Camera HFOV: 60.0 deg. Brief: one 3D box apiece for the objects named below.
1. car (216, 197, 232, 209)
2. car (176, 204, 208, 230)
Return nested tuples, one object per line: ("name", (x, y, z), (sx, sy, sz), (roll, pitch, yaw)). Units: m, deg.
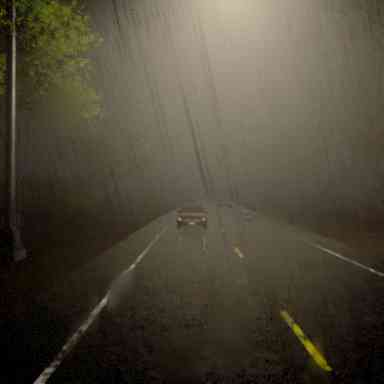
("car", (4.722, 1.671, 48.008), (1.895, 1.301, 4.718), (0, 0, 3))
("car", (0.036, 1.527, 21.210), (1.812, 1.442, 4.674), (0, 0, 1))
